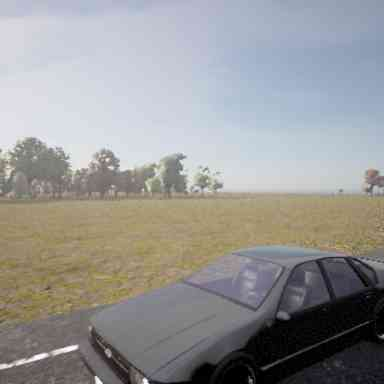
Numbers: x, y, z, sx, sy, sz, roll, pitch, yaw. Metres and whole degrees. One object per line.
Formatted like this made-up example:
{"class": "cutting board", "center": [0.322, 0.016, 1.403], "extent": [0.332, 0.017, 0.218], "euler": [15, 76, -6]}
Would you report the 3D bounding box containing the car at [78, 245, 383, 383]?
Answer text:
{"class": "car", "center": [1.255, 1.556, 4.882], "extent": [5.357, 1.411, 2.033], "euler": [0, 0, -35]}
